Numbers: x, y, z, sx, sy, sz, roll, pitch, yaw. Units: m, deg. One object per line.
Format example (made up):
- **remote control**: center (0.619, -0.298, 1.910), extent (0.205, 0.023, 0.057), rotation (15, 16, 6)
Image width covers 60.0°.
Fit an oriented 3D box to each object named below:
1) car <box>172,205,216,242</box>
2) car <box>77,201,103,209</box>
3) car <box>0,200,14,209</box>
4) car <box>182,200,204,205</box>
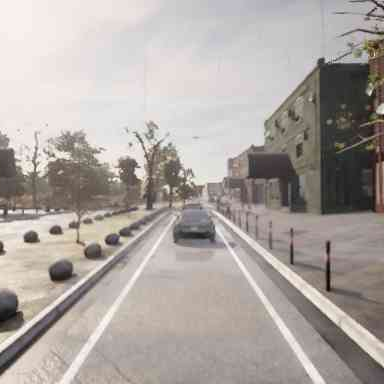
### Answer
- **car**: center (0.098, 1.545, 16.311), extent (1.994, 1.385, 4.181), rotation (0, 0, 0)
- **car**: center (-17.445, 2.242, 56.961), extent (1.994, 1.385, 4.181), rotation (-2, -3, 42)
- **car**: center (-29.772, 1.927, 50.479), extent (4.902, 1.511, 2.128), rotation (1, -2, -19)
- **car**: center (0.096, 1.515, 32.540), extent (2.128, 1.511, 4.902), rotation (0, -1, 0)
